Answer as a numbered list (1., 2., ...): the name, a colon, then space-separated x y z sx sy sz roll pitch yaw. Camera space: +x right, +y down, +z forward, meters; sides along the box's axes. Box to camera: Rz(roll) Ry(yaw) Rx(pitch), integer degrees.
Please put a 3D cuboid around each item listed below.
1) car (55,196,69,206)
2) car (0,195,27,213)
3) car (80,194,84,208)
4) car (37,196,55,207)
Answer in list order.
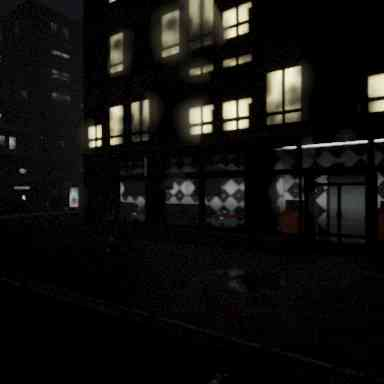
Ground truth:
1. car: -15.154 1.105 44.291 1.837 1.490 4.892 0 1 35
2. car: -17.836 1.148 30.339 2.192 1.841 5.009 1 2 35
3. car: -11.474 1.191 39.433 1.947 1.339 4.313 1 2 35
4. car: -18.375 1.224 44.188 1.802 1.307 4.206 1 2 35
